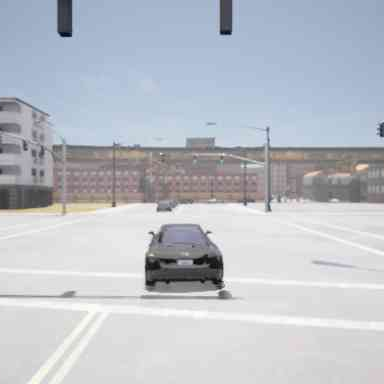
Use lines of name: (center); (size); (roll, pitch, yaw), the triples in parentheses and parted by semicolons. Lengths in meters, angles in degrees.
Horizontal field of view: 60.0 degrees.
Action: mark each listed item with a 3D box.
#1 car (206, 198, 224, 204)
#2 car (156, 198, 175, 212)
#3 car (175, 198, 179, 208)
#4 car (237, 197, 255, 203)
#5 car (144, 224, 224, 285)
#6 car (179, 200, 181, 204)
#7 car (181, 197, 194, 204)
car: (5.372, 2.065, 76.502); (1.895, 1.301, 4.718); (0, 0, 44)
car: (-3.581, 1.793, 43.517); (1.812, 1.442, 4.674); (0, 0, 0)
car: (-3.569, 1.815, 52.656); (2.128, 1.511, 4.902); (0, 0, 0)
car: (13.414, 2.030, 82.428); (4.902, 1.511, 2.128); (0, 0, -24)
car: (-0.330, 1.602, 9.704); (1.994, 1.385, 4.181); (0, 0, -5)
car: (-3.483, 1.891, 62.810); (1.837, 1.490, 4.892); (0, 0, 0)
car: (-1.103, 1.948, 72.976); (1.837, 1.490, 4.892); (0, 0, 23)
